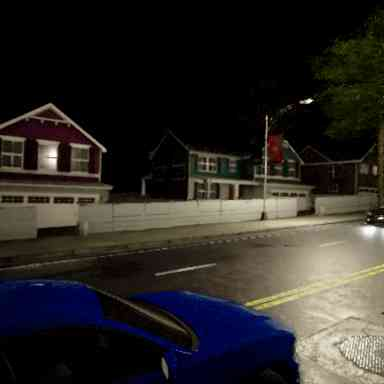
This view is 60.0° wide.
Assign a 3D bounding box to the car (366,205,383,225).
[{"bbox_3d":[12.700,1.354,20.723,4.181,1.385,1.994,-1,0,-35],"label":"car"}]

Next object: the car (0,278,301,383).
[{"bbox_3d":[-1.236,1.474,2.557,5.008,1.535,1.882,-1,0,-36],"label":"car"}]
